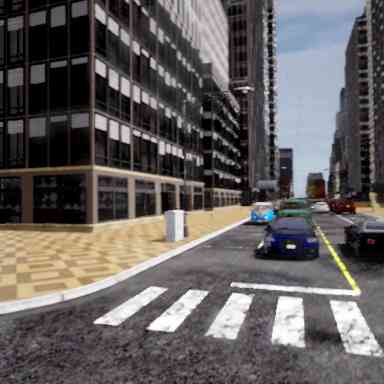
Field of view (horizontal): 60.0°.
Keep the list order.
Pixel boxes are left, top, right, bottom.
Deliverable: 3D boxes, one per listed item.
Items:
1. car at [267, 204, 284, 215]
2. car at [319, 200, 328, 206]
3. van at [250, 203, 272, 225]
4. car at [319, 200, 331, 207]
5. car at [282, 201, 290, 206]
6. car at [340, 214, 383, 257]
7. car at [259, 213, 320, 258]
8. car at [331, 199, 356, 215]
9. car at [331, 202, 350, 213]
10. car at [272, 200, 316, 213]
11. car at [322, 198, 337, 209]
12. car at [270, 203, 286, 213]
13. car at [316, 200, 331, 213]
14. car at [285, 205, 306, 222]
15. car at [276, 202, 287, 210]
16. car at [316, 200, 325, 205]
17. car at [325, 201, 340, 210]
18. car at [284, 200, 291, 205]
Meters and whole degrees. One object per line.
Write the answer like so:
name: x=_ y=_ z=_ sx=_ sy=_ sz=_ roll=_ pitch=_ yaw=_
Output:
car: x=11.024 y=2.229 z=43.777 sx=1.947 sy=1.339 sz=4.313 roll=-1 pitch=-1 yaw=18
car: x=30.881 y=2.564 z=78.311 sx=1.752 sy=1.417 sz=4.829 roll=-1 pitch=-1 yaw=18
van: x=5.955 y=1.781 z=27.956 sx=1.690 sy=1.788 sz=3.998 roll=-1 pitch=-1 yaw=18
car: x=29.140 y=2.513 z=72.874 sx=2.008 sy=1.369 sz=4.403 roll=-1 pitch=-1 yaw=18
car: x=22.849 y=2.763 z=80.701 sx=1.802 sy=1.307 sz=4.206 roll=-1 pitch=-1 yaw=18
car: x=7.392 y=1.759 z=13.392 sx=1.895 sy=1.301 sz=4.718 roll=-1 pitch=-1 yaw=17
car: x=4.088 y=1.767 z=13.640 sx=1.994 sy=1.385 sz=4.181 roll=-1 pitch=-1 yaw=18
car: x=19.003 y=1.834 z=41.228 sx=2.192 sy=1.841 sz=5.009 roll=-1 pitch=-1 yaw=18
car: x=20.694 y=2.138 z=46.499 sx=1.887 sy=1.381 sz=4.507 roll=-1 pitch=-1 yaw=18
car: x=6.899 y=1.550 z=22.434 sx=2.150 sy=2.045 sz=5.566 roll=-1 pitch=-1 yaw=18
car: x=25.760 y=2.130 z=62.328 sx=2.192 sy=1.841 sz=5.009 roll=-1 pitch=-1 yaw=18
car: x=12.713 y=2.289 z=49.051 sx=2.008 sy=1.369 sz=4.403 roll=-1 pitch=-1 yaw=18
car: x=17.605 y=2.136 z=45.363 sx=1.812 sy=1.442 sz=4.674 roll=-1 pitch=-1 yaw=18
car: x=9.959 y=1.989 z=31.944 sx=1.812 sy=1.442 sz=4.674 roll=-1 pitch=-1 yaw=18
car: x=16.092 y=2.468 z=59.601 sx=1.802 sy=1.307 sz=4.206 roll=-1 pitch=-1 yaw=18
car: x=34.208 y=2.749 z=88.698 sx=1.947 sy=1.339 sz=4.313 roll=-1 pitch=-1 yaw=18
car: x=24.073 y=2.307 z=57.049 sx=1.947 sy=1.339 sz=4.313 roll=-1 pitch=-1 yaw=18
car: x=26.228 y=2.910 z=91.251 sx=1.802 sy=1.307 sz=4.206 roll=-1 pitch=-1 yaw=18
